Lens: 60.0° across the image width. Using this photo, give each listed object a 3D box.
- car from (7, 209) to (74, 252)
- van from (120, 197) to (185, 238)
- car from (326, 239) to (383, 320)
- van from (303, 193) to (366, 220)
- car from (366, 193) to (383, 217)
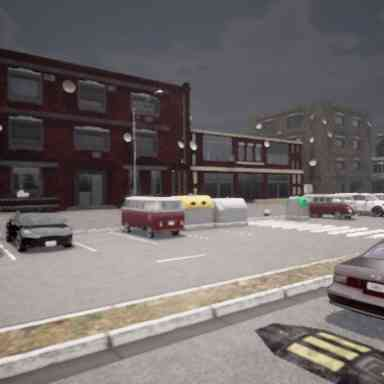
[{"bbox_3d":[-6.630,1.509,14.265,2.163,1.488,4.792,0,0,-36],"label":"car"},{"bbox_3d":[-2.252,1.246,17.628,1.878,1.987,4.442,0,0,-36],"label":"van"},{"bbox_3d":[4.859,1.529,6.648,5.357,1.411,2.033,0,0,-37],"label":"car"},{"bbox_3d":[11.268,1.184,27.166,1.878,1.987,4.442,0,0,-36],"label":"van"},{"bbox_3d":[15.675,1.138,30.478,2.435,2.045,5.566,0,0,-36],"label":"car"}]
